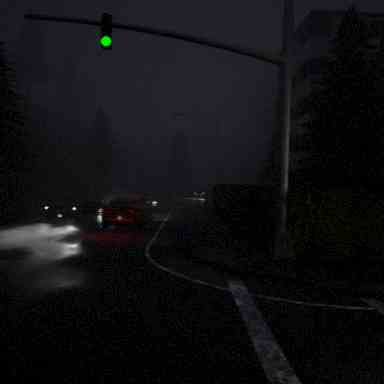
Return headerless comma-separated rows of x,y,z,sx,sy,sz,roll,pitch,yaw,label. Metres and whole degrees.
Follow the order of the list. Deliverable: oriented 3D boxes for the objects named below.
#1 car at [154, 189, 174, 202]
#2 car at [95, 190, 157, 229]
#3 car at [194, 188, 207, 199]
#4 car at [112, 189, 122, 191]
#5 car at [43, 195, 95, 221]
-3.754,0.333,38.250,1.994,1.385,4.181,2,2,24,car
-3.126,0.892,16.810,1.882,1.535,5.008,1,2,0,car
2.412,0.147,47.838,1.837,1.490,4.892,3,2,44,car
-6.285,0.516,28.583,1.812,1.442,4.674,2,2,7,car
-6.761,0.852,19.293,1.895,1.301,4.718,1,2,1,car
